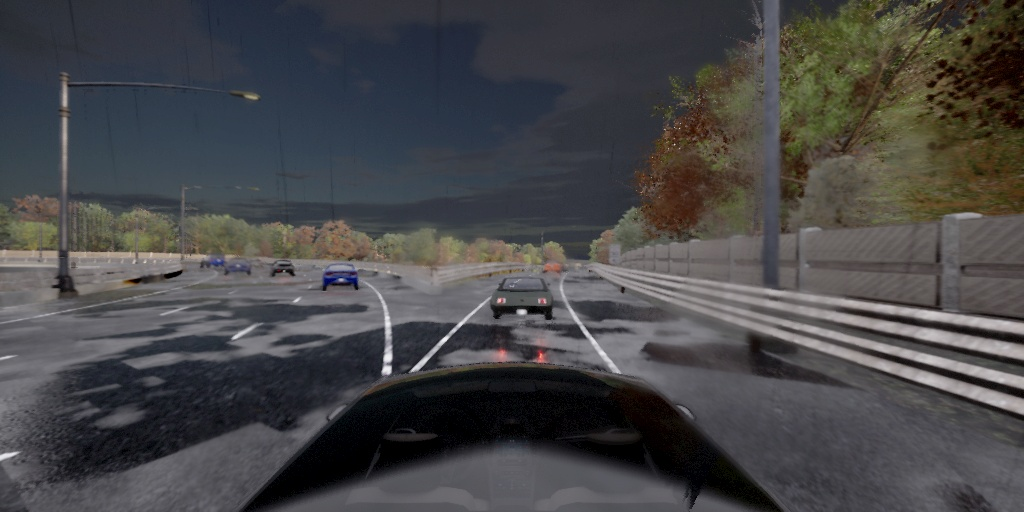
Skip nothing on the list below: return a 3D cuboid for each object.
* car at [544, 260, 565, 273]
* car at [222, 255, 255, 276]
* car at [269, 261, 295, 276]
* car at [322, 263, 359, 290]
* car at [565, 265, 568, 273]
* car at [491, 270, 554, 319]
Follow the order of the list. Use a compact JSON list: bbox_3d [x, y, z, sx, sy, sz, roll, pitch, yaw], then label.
[{"bbox_3d":[5.308,1.306,45.927,2.097,1.767,4.553,0,-1,10],"label":"car"},{"bbox_3d":[-28.002,1.020,36.757,2.097,1.767,4.553,0,0,-37],"label":"car"},{"bbox_3d":[-22.950,1.190,35.843,1.837,1.490,4.892,1,0,-36],"label":"car"},{"bbox_3d":[-10.697,1.199,22.413,1.882,1.535,5.008,0,0,-26],"label":"car"},{"bbox_3d":[7.817,1.998,59.586,1.837,1.490,4.892,0,-3,11],"label":"car"},{"bbox_3d":[0.445,1.355,12.777,1.895,1.301,4.718,0,0,4],"label":"car"}]
